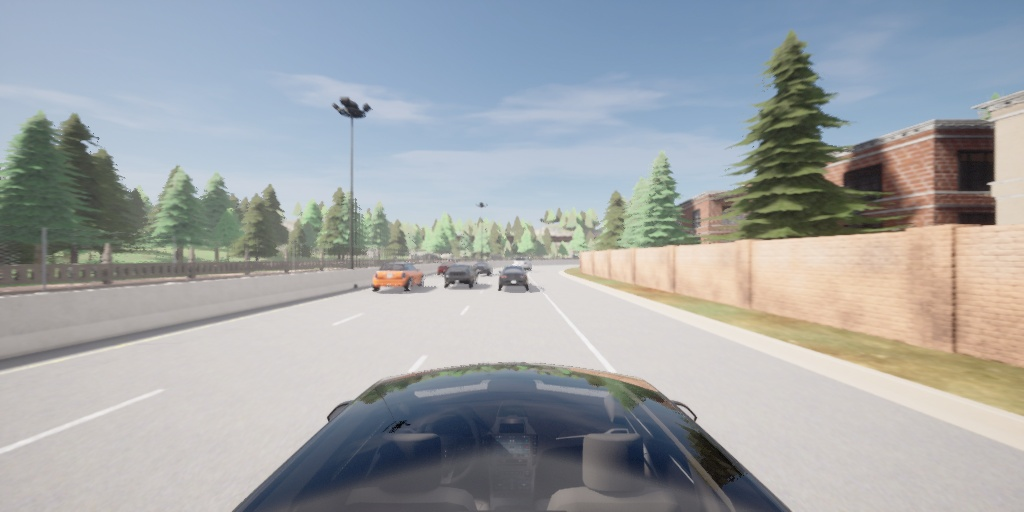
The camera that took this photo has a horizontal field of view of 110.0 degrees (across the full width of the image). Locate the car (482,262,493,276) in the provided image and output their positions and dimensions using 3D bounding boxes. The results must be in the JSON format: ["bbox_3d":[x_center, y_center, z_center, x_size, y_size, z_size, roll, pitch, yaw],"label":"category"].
[{"bbox_3d":[-3.202,1.383,39.265,1.812,1.442,4.674,0,0,2],"label":"car"}]

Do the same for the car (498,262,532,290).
[{"bbox_3d":[0.094,1.335,23.005,1.812,1.442,4.674,0,0,0],"label":"car"}]

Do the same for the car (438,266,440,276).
[{"bbox_3d":[-6.722,1.336,39.095,1.882,1.535,5.008,0,0,2],"label":"car"}]

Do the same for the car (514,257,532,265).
[{"bbox_3d":[1.564,1.112,51.392,2.150,2.045,5.566,-1,0,11],"label":"car"}]

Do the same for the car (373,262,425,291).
[{"bbox_3d":[-6.912,1.162,22.339,2.097,1.767,4.553,0,0,0],"label":"car"}]

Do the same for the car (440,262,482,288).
[{"bbox_3d":[-3.407,1.322,24.618,1.837,1.490,4.892,0,0,0],"label":"car"}]
